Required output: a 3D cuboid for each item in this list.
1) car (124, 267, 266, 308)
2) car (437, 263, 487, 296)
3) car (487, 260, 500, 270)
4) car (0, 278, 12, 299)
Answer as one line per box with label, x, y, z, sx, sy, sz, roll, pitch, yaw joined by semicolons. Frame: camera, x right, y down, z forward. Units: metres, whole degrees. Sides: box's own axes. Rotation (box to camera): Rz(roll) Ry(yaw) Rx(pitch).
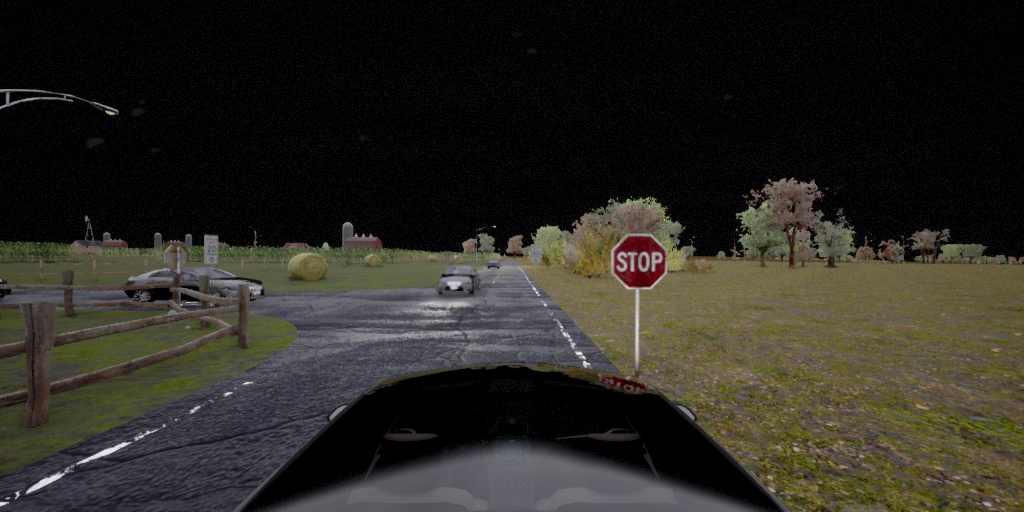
car;-12.542;1.183;14.352;4.902;1.511;2.128;0;1;4
car;-2.758;1.232;19.462;2.128;1.511;4.902;0;0;0
car;-2.783;1.308;54.133;2.033;1.411;5.357;0;0;0
car;-23.429;1.120;14.442;4.892;1.490;1.837;0;1;0
